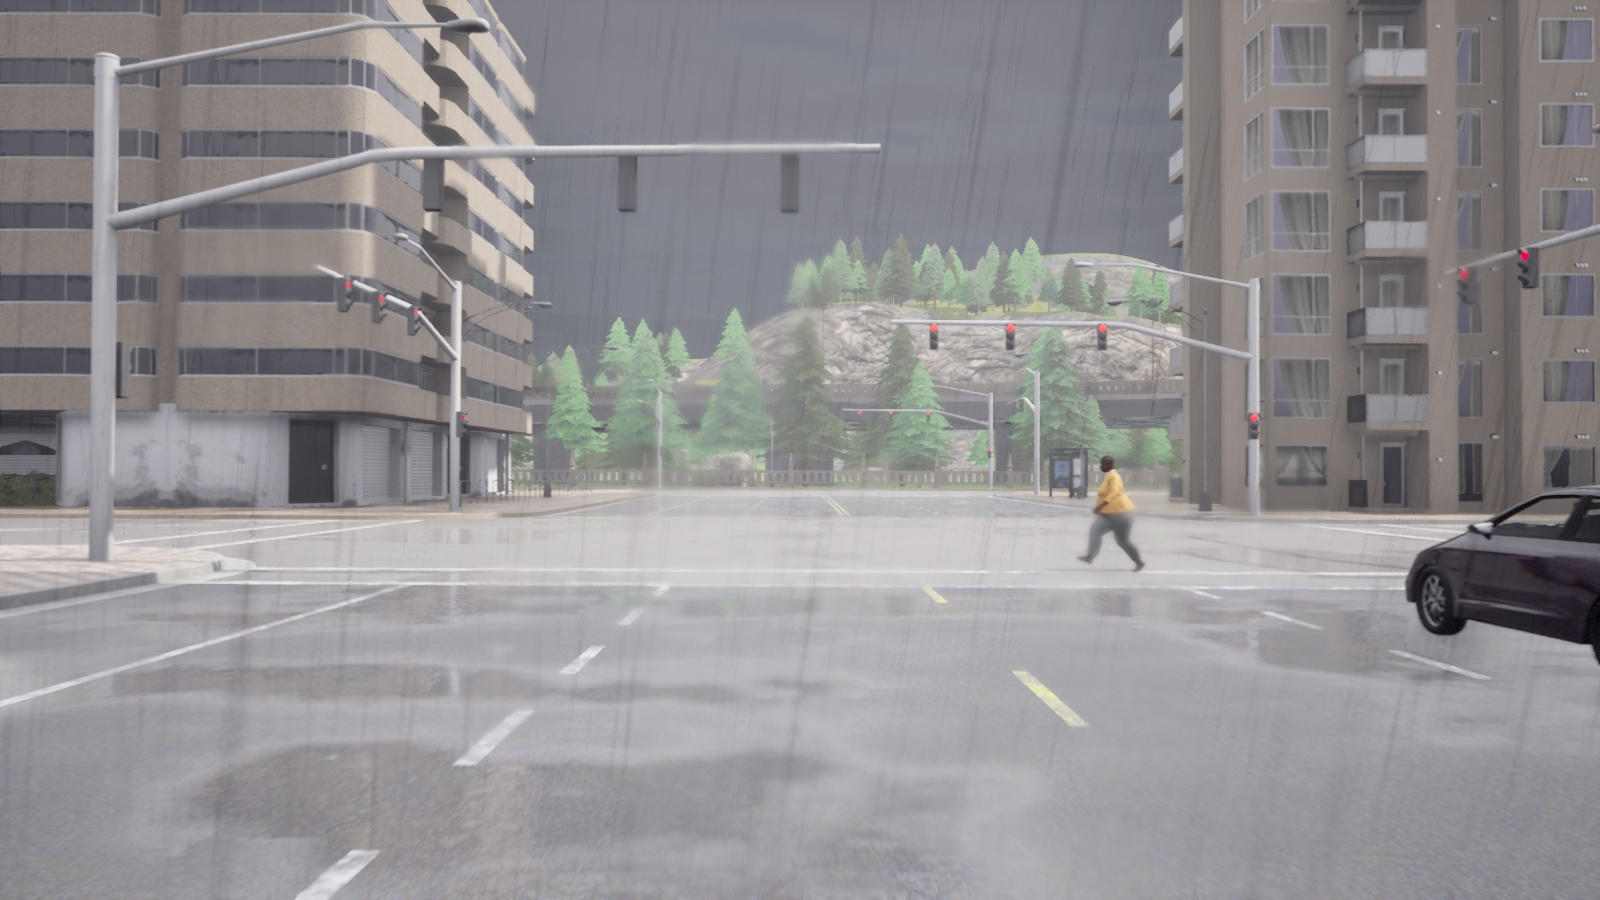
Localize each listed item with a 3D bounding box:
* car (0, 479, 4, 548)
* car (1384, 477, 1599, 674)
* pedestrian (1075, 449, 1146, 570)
[{"bbox_3d":[-19.017,1.336,25.777,4.193,1.474,1.816,0,-1,0],"label":"car"},{"bbox_3d":[6.975,0.983,10.927,1.816,1.474,4.193,0,-1,0],"label":"car"},{"bbox_3d":[4.845,0.922,19.669,0.900,1.855,0.874,0,-1,1],"label":"pedestrian"}]
